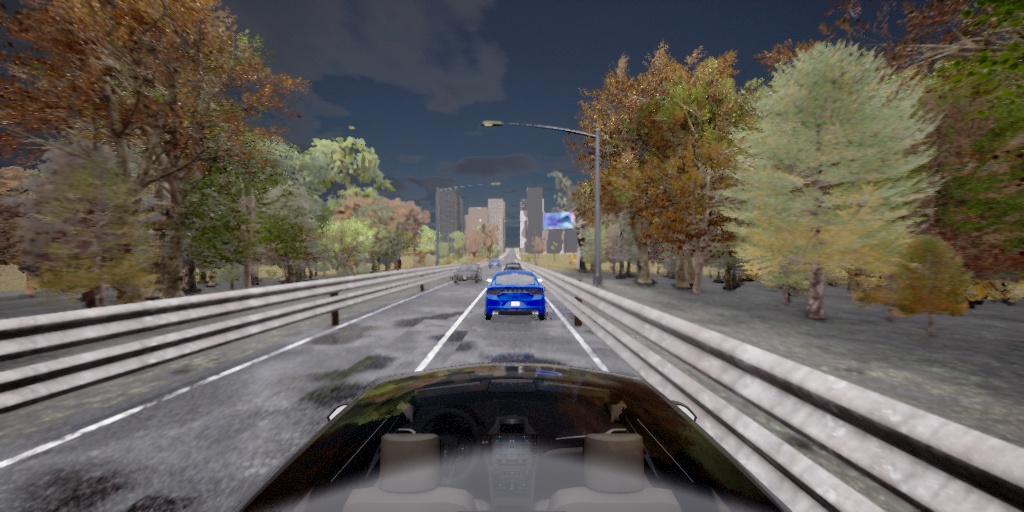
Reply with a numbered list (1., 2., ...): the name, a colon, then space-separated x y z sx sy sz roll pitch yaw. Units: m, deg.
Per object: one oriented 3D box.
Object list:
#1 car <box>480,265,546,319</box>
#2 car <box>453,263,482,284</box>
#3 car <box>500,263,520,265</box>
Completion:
1. car: 0.100 1.236 12.824 1.882 1.535 5.008 0 0 0
2. car: -3.342 1.344 27.849 1.837 1.490 4.892 0 0 0
3. car: 0.102 1.378 33.335 1.837 1.490 4.892 0 0 0
